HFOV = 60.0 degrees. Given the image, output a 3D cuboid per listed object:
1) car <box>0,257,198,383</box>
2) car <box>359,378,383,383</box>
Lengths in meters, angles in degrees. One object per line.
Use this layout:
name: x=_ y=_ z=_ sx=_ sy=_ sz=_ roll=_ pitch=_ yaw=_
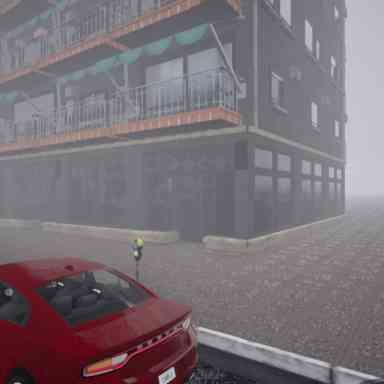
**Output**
car: x=-2.042 y=1.545 z=4.326 sx=4.507 sy=1.381 sz=1.887 roll=0 pitch=0 yaw=35
car: x=2.551 y=1.566 z=1.059 sx=4.313 sy=1.339 sz=1.947 roll=0 pitch=0 yaw=35
